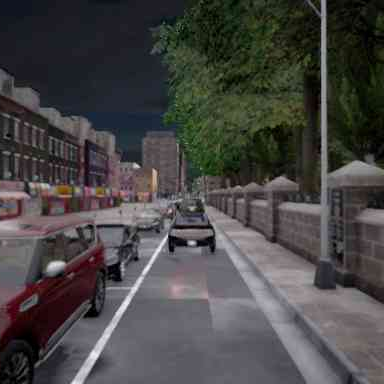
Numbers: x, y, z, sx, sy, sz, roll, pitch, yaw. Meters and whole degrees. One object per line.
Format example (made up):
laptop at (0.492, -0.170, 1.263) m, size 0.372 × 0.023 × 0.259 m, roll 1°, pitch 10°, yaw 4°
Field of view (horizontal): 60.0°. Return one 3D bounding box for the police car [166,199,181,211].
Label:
police car at (-2.749, 1.895, 49.473) m, size 1.930 × 1.638 × 5.238 m, roll 0°, pitch -1°, yaw 0°

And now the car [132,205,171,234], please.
car at (-2.651, 1.746, 20.632) m, size 2.008 × 1.369 × 4.403 m, roll 0°, pitch -1°, yaw 0°

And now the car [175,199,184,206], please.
car at (-2.636, 2.275, 73.061) m, size 1.802 × 1.307 × 4.206 m, roll 0°, pitch -1°, yaw 0°

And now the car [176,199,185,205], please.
car at (-2.636, 2.294, 76.723) m, size 1.947 × 1.339 × 4.313 m, roll 0°, pitch -1°, yaw 0°

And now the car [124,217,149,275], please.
car at (-2.654, 1.661, 10.093) m, size 1.947 × 1.339 × 4.313 m, roll 0°, pitch -1°, yaw 0°

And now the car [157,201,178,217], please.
car at (-2.646, 1.785, 36.444) m, size 1.967 × 1.590 × 4.097 m, roll 0°, pitch -1°, yaw 0°

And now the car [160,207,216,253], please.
car at (0.003, 1.628, 14.304) m, size 2.128 × 1.511 × 4.902 m, roll 0°, pitch 0°, yaw 0°

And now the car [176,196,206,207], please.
car at (0.001, 1.491, 29.016) m, size 2.150 × 2.045 × 5.566 m, roll 0°, pitch 0°, yaw 0°

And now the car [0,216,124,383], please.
car at (-2.656, 1.361, 4.825) m, size 2.192 × 1.841 × 5.009 m, roll 0°, pitch -1°, yaw 0°

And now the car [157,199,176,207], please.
car at (-2.647, 1.735, 31.173) m, size 1.967 × 1.590 × 4.097 m, roll 0°, pitch -1°, yaw 0°
